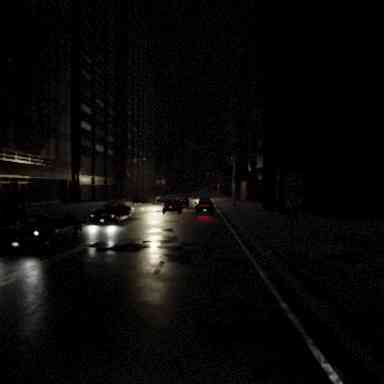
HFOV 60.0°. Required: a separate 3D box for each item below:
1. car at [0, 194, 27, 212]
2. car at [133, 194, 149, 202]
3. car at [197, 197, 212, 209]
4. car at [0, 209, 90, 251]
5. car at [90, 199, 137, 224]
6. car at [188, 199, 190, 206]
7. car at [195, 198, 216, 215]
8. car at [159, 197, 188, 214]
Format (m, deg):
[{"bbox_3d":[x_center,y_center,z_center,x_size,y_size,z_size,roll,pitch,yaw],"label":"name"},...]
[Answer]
[{"bbox_3d":[-9.338,1.112,14.452,2.150,2.045,5.566,1,0,2],"label":"car"},{"bbox_3d":[-7.818,1.040,50.735,1.882,1.535,5.008,1,0,2],"label":"car"},{"bbox_3d":[1.767,1.488,45.827,2.033,1.411,5.357,1,0,3],"label":"car"},{"bbox_3d":[-6.109,1.522,13.853,1.895,1.301,4.718,1,0,2],"label":"car"},{"bbox_3d":[-5.704,1.455,24.168,2.033,1.411,5.357,1,0,2],"label":"car"},{"bbox_3d":[-1.389,1.400,47.785,2.128,1.511,4.902,1,0,3],"label":"car"},{"bbox_3d":[1.340,1.462,34.145,1.837,1.490,4.892,1,0,3],"label":"car"},{"bbox_3d":[-1.919,1.474,34.092,2.033,1.411,5.357,1,0,3],"label":"car"}]
